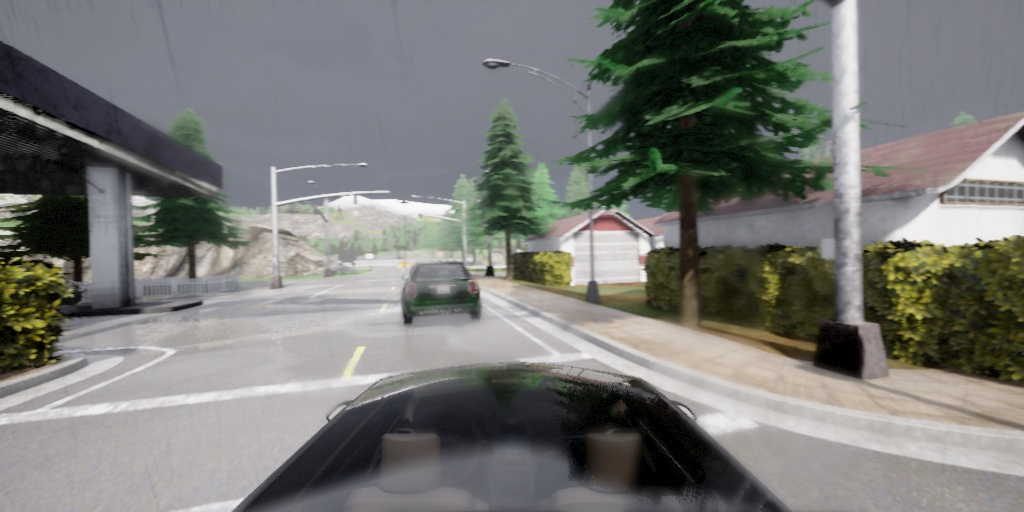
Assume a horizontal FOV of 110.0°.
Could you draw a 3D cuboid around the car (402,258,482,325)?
[{"bbox_3d":[-2.331,0.926,11.309,2.097,1.767,4.553,-2,0,-15],"label":"car"}]
